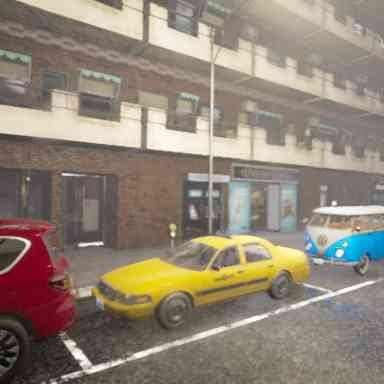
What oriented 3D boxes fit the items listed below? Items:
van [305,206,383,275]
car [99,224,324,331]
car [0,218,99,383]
[{"bbox_3d":[5.130,1.338,10.169,3.998,1.788,1.690,0,1,-36],"label":"van"},{"bbox_3d":[0.454,1.524,6.879,4.829,1.417,1.752,0,1,-35],"label":"car"},{"bbox_3d":[-3.915,1.315,3.746,5.009,1.841,2.192,0,1,-35],"label":"car"}]
